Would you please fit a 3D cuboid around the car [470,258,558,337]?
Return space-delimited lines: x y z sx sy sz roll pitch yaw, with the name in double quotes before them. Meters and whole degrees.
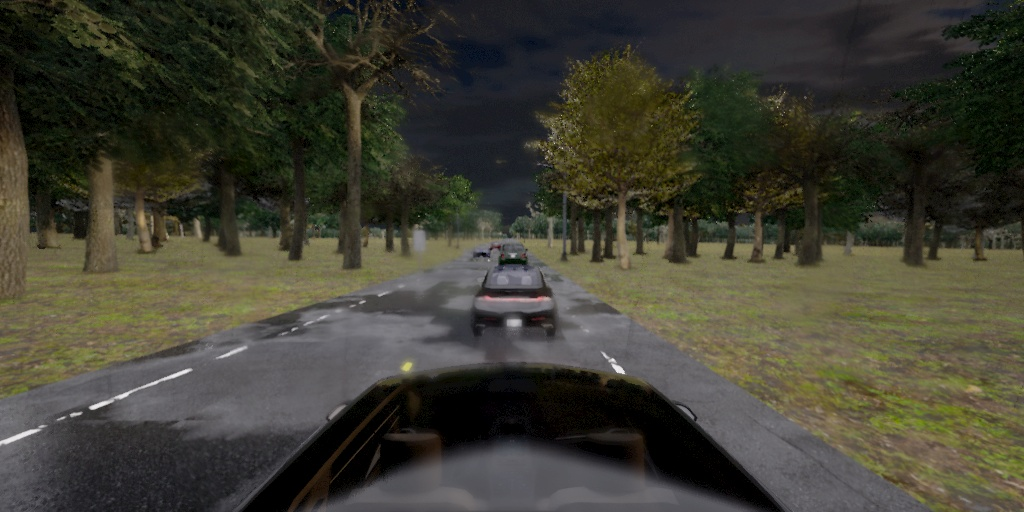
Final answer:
"car" 0.062 0.982 9.290 2.128 1.511 4.902 0 2 0

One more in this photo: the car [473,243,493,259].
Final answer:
"car" -3.793 -0.601 45.646 2.097 1.767 4.553 0 3 -2

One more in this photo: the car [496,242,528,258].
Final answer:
"car" 0.082 -0.009 28.621 2.150 2.045 5.566 0 2 0
